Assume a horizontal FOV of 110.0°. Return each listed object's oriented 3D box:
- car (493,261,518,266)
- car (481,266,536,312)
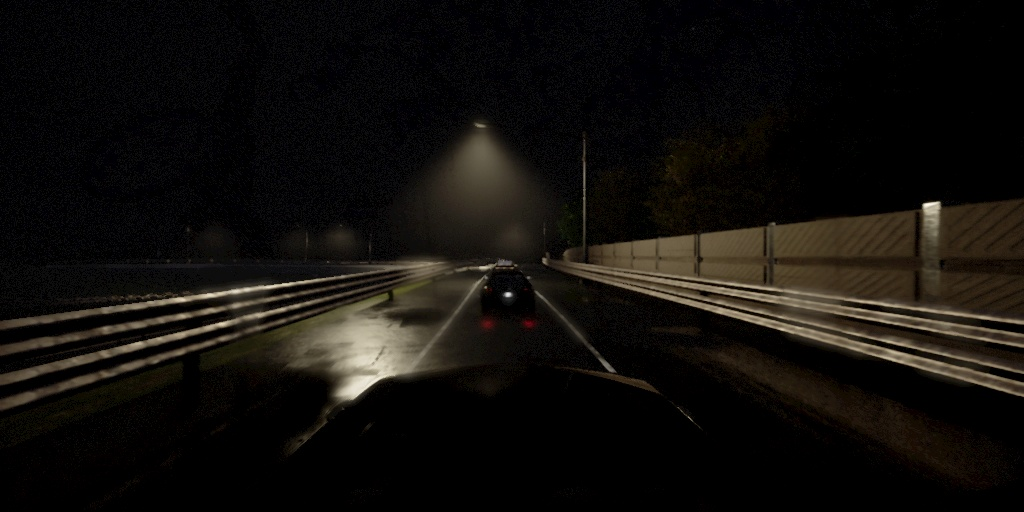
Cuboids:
[{"bbox_3d":[-0.570,1.114,29.699,2.128,1.511,4.902,0,0,-1],"label":"car"},{"bbox_3d":[-0.174,1.261,14.043,1.994,1.385,4.181,0,0,-2],"label":"car"}]
